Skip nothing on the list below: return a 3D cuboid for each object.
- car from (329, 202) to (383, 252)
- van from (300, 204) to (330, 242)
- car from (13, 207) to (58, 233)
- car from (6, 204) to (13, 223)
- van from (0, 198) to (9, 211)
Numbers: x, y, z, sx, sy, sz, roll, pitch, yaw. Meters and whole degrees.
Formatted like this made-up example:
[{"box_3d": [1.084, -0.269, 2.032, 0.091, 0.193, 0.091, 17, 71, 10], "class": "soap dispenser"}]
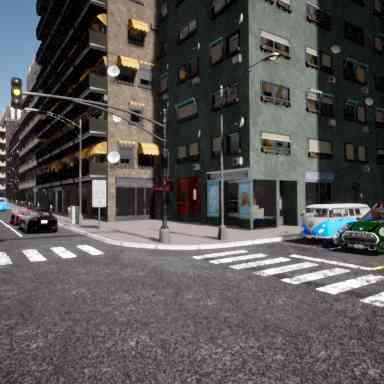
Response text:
[{"box_3d": [8.046, 1.429, 13.620, 4.553, 1.767, 2.097, 0, -1, -34], "class": "car"}, {"box_3d": [6.955, 1.466, 15.997, 3.998, 1.788, 1.690, 0, -1, -34], "class": "van"}, {"box_3d": [-9.595, 1.743, 20.708, 1.947, 1.339, 4.313, 1, -1, -34], "class": "car"}, {"box_3d": [-12.718, 1.783, 25.321, 1.802, 1.307, 4.206, 1, -1, -34], "class": "car"}, {"box_3d": [-25.208, 1.641, 43.779, 1.690, 1.788, 3.998, 1, -1, -34], "class": "van"}]
